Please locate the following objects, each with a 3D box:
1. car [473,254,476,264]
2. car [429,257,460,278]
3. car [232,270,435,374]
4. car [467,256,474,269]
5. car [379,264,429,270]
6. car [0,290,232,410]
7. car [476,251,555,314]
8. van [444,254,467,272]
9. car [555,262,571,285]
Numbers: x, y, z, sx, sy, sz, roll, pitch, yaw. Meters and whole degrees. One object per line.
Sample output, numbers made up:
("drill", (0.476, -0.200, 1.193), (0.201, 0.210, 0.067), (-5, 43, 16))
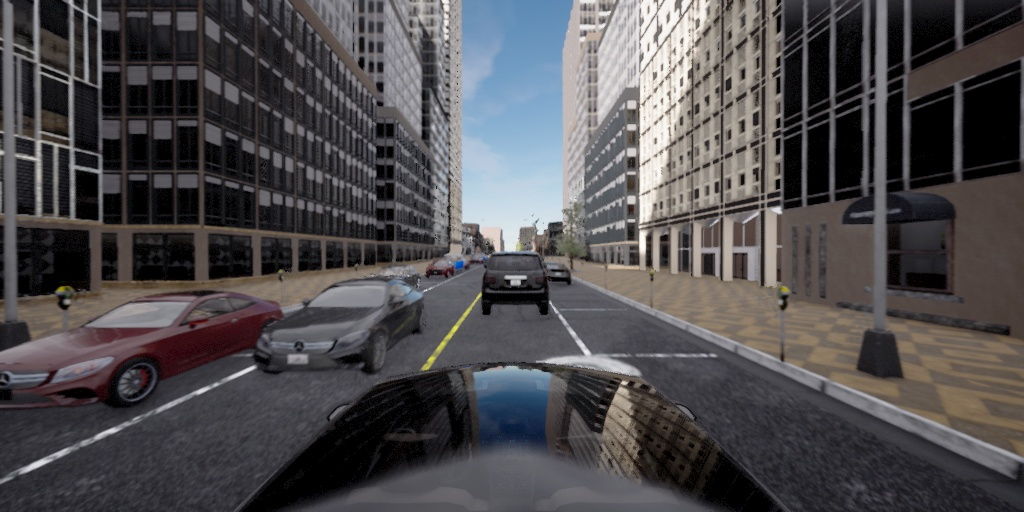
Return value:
("car", (-5.659, 0.519, 57.310), (1.967, 1.591, 4.097), (0, 0, 0))
("car", (-5.676, 0.972, 28.851), (1.888, 1.381, 4.507), (0, 0, 0))
("car", (-3.096, 1.207, 7.515), (1.812, 1.442, 4.674), (0, 1, 0))
("car", (-5.669, 0.871, 40.235), (1.802, 1.307, 4.207), (0, 0, 0))
("car", (-5.682, 1.113, 17.468), (2.007, 1.370, 4.403), (0, 0, 0))
("car", (-5.688, 1.279, 6.082), (1.802, 1.307, 4.207), (0, 0, 0))
("car", (0.107, 0.836, 13.177), (2.150, 2.045, 5.566), (0, 1, 0))
("van", (-5.673, 0.699, 34.544), (1.690, 1.789, 3.998), (0, 0, 0))
("car", (2.702, 1.063, 23.142), (1.948, 1.339, 4.313), (0, 0, 0))
